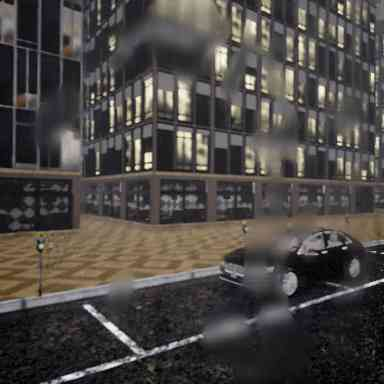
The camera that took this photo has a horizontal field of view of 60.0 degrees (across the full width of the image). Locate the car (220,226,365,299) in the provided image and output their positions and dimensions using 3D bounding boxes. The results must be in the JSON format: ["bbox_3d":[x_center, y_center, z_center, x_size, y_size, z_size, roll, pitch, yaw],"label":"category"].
[{"bbox_3d":[2.691,1.583,8.459,4.403,1.369,2.008,0,0,-35],"label":"car"}]
